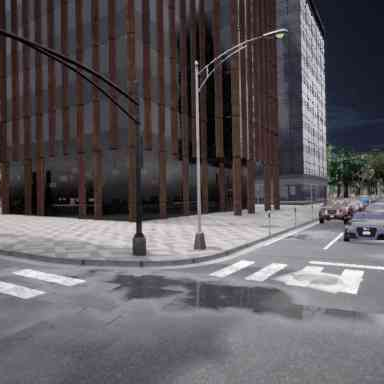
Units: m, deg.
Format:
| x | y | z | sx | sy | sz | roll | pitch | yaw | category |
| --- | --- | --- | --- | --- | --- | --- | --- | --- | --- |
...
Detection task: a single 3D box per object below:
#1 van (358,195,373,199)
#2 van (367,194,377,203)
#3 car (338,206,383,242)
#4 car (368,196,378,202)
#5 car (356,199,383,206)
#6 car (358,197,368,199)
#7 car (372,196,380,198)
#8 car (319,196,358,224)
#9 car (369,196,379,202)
| x | y | z | sx | sy | sz | roll | pitch | yaw | category |
| --- | --- | --- | --- | --- | --- | --- | --- | --- | --- |
| 25.098 | 1.436 | 48.908 | 1.690 | 1.788 | 3.998 | -1 | -1 | 31 | van |
| 39.061 | 1.449 | 72.236 | 1.690 | 1.788 | 3.998 | -1 | -1 | 31 | van |
| 8.581 | 1.596 | 16.108 | 1.994 | 1.385 | 4.181 | -1 | -1 | 31 | car |
| 41.769 | 1.637 | 76.754 | 1.752 | 1.417 | 4.829 | -1 | -1 | 31 | car |
| 13.225 | 1.511 | 23.848 | 1.882 | 1.535 | 5.008 | -1 | -1 | 31 | car |
| 19.429 | 1.617 | 39.428 | 1.752 | 1.417 | 4.829 | -1 | -1 | 31 | car |
| 23.663 | 1.583 | 41.122 | 2.033 | 1.411 | 5.357 | -1 | -1 | 31 | car |
| 11.135 | 1.403 | 25.579 | 2.192 | 1.841 | 5.009 | -1 | -1 | 31 | car |
| 44.650 | 1.681 | 81.565 | 1.947 | 1.339 | 4.313 | -1 | -1 | 31 | car |
